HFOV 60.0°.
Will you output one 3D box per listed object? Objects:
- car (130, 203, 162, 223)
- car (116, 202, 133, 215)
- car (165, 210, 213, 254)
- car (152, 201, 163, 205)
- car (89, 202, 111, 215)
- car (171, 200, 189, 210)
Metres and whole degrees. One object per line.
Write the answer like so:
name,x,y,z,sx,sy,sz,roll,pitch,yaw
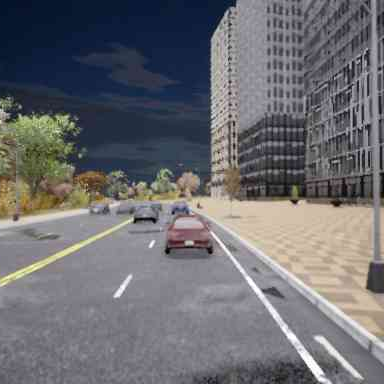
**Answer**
car,-3.985,1.944,29.381,1.994,1.385,4.181,0,-1,-3
car,-8.061,2.051,40.804,1.837,1.490,4.892,0,-1,-3
car,-0.150,1.704,14.336,1.812,1.442,4.674,0,-1,-1
car,-5.423,2.175,50.451,2.128,1.511,4.902,0,-1,-4
car,-11.333,2.046,41.097,2.128,1.511,4.902,0,-1,-3
car,-1.512,1.908,42.141,2.097,1.767,4.553,0,-1,-4
